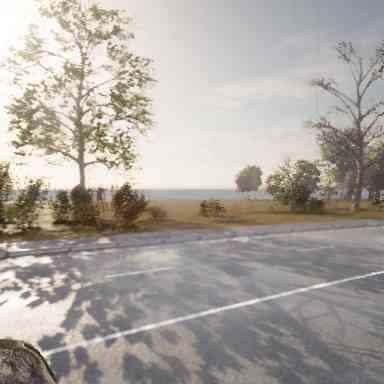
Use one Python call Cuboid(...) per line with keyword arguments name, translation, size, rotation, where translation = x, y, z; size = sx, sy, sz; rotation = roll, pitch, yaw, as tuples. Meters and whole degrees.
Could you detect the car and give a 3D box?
Cuboid(name="car", translation=(-2.768, 1.553, 1.630), size=(4.181, 1.385, 1.994), rotation=(0, 0, -36))
